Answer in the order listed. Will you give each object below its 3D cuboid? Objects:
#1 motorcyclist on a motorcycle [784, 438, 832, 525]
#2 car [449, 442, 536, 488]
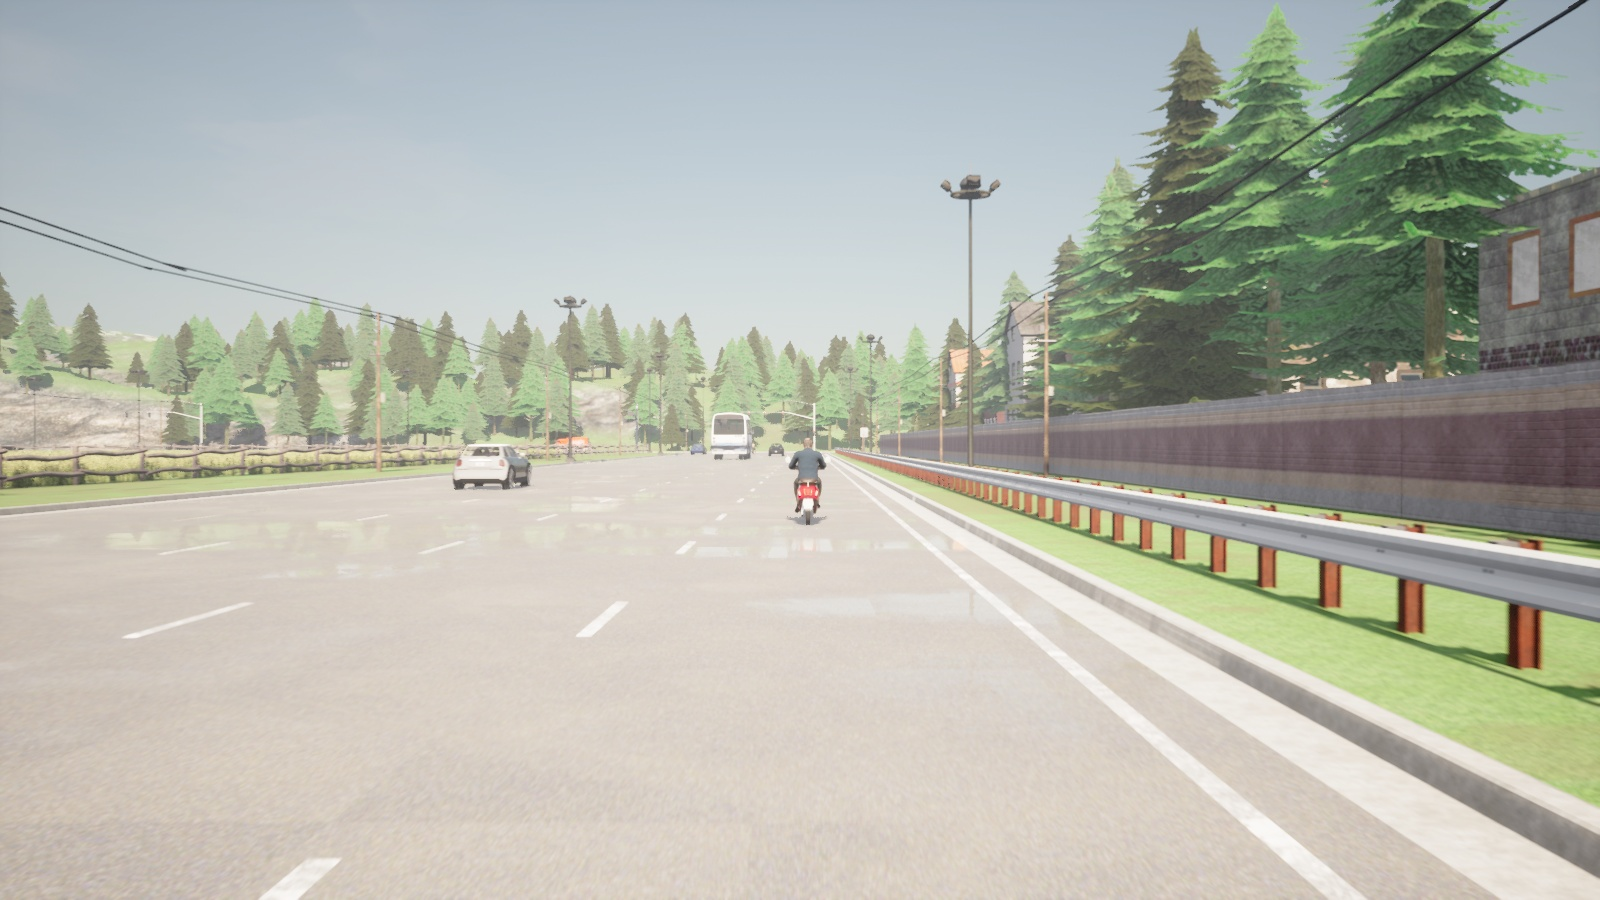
[{"bbox_3d":[0.151,0.569,23.724,0.866,1.590,1.817,0,0,0],"label":"motorcyclist on a motorcycle"},{"bbox_3d":[-10.244,0.474,42.129,1.970,1.475,3.806,0,0,0],"label":"car"}]
